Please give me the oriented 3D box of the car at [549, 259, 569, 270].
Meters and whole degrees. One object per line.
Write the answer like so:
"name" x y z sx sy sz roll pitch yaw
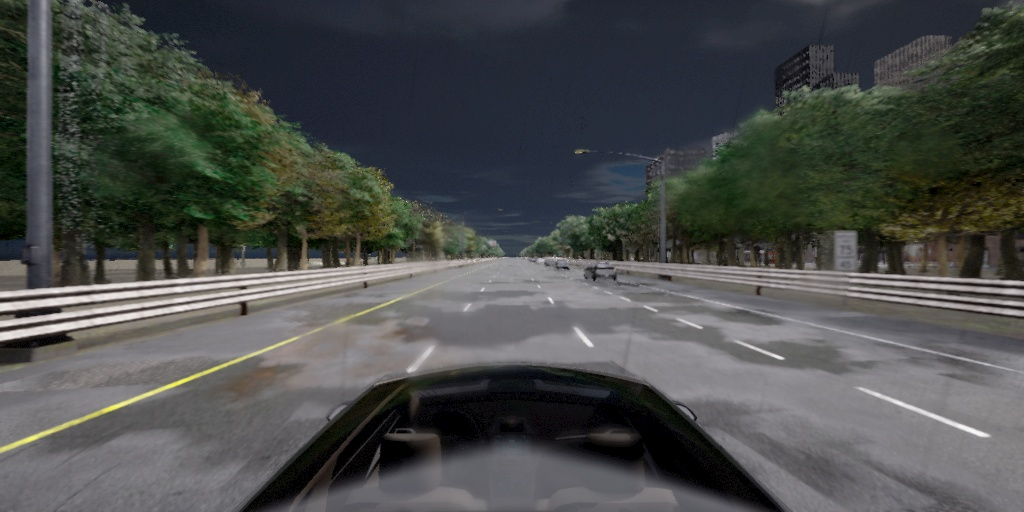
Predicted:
"car" 7.042 1.326 51.823 2.033 1.411 5.357 0 0 0

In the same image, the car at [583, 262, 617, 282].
"car" 7.018 1.250 28.900 2.128 1.511 4.902 0 0 0
